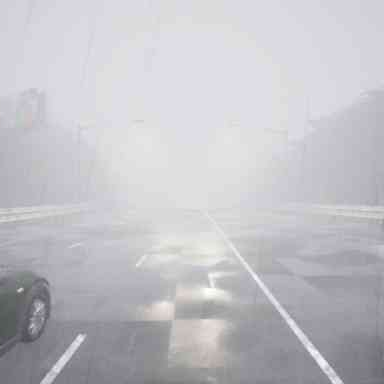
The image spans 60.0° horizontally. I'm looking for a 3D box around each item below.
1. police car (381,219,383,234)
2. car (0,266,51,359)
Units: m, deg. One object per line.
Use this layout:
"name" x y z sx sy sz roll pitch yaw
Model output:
"police car" 10.390 1.408 14.099 1.930 1.638 5.238 0 -1 -12
"car" -3.401 1.391 3.718 2.097 1.767 4.553 0 -1 0
